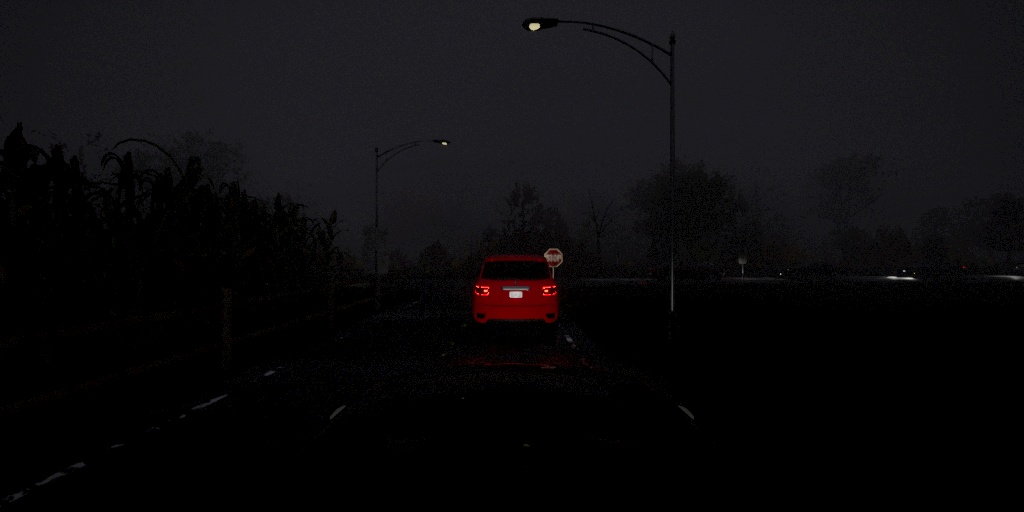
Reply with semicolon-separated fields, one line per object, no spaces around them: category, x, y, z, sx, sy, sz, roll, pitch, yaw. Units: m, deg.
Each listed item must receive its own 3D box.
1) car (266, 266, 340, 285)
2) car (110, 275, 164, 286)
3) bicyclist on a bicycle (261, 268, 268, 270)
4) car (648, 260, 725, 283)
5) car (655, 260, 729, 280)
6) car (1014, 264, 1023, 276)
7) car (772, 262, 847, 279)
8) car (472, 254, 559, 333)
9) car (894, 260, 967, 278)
car;-15.520;1.410;26.404;5.357;1.411;2.033;0;0;1
car;-27.096;1.429;26.535;5.008;1.535;1.882;0;0;1
bicyclist on a bicycle;-22.479;1.345;32.454;0.582;1.620;1.656;0;0;1
car;12.538;1.116;26.090;5.008;1.535;1.882;0;0;1
car;14.495;1.099;29.017;4.902;1.511;2.128;0;0;1
car;43.390;0.880;28.645;4.674;1.442;1.812;-1;0;1
car;23.874;1.129;28.911;4.718;1.301;1.895;0;0;1
car;0.093;0.970;10.822;2.150;2.045;5.566;0;0;0
car;33.509;1.008;28.796;4.181;1.385;1.994;-1;0;1
